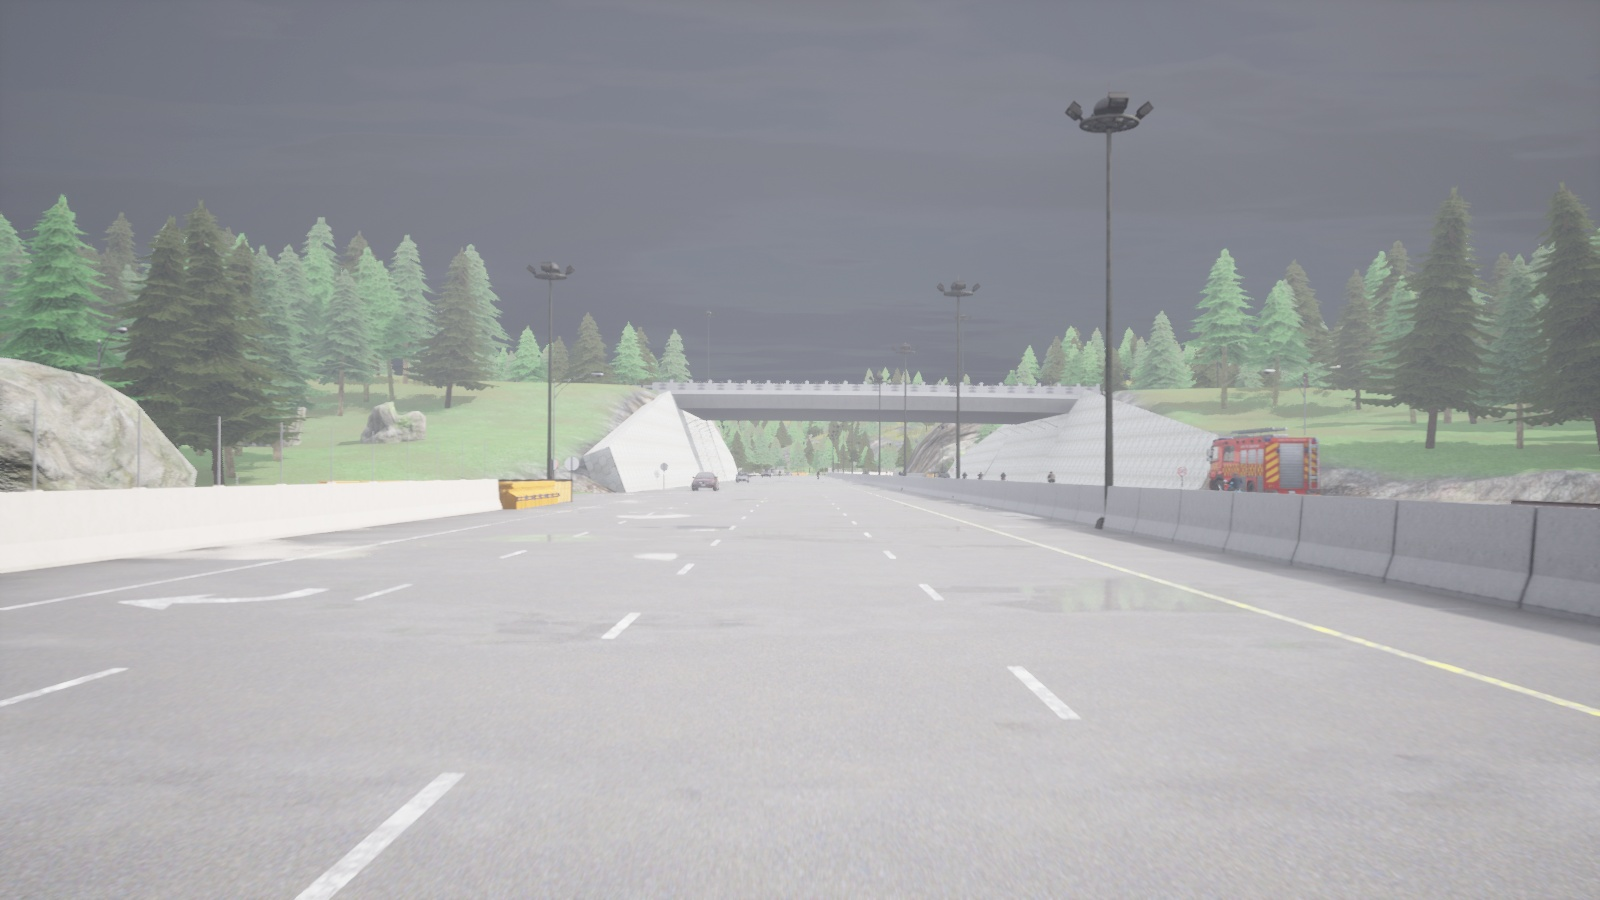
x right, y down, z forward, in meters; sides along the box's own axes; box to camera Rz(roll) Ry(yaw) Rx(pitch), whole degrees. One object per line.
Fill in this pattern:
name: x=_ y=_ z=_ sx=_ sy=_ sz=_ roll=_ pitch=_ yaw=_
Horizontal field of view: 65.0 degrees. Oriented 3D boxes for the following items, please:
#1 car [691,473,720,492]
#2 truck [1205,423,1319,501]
car: x=-7.258 y=2.488 z=96.689 sx=1.812 sy=1.442 sz=4.674 roll=0 pitch=-1 yaw=0
truck: x=24.334 y=0.668 z=66.640 sx=2.891 sy=3.827 sz=8.468 roll=0 pitch=-1 yaw=0
